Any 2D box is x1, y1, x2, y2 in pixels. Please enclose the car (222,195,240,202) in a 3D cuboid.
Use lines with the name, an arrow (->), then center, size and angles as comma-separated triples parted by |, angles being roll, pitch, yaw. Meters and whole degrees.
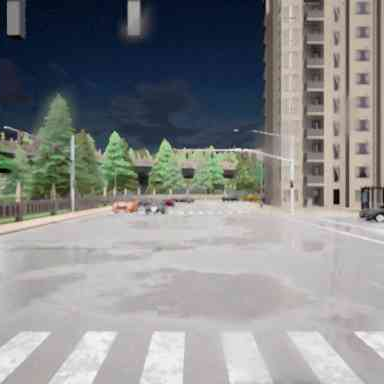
car -> 8.529, 1.460, 73.889 | 4.674, 1.442, 1.812 | 0, 0, -42

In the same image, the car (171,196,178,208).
car -> -3.525, 1.559, 48.099 | 1.895, 1.301, 4.718 | 0, 0, 1

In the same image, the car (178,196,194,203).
car -> -1.086, 1.508, 64.974 | 1.994, 1.385, 4.181 | 0, 0, 21

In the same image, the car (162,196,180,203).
car -> -4.205, 1.543, 66.904 | 1.895, 1.301, 4.718 | 0, 0, 21

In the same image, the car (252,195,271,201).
car -> 16.626, 1.484, 79.751 | 4.181, 1.385, 1.994 | 0, 0, -24

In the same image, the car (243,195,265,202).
car -> 13.542, 1.414, 73.701 | 5.008, 1.535, 1.882 | 0, 0, -37

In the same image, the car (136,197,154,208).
car -> -6.953, 1.462, 49.734 | 1.837, 1.490, 4.892 | 0, 0, 2

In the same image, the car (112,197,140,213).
car -> -7.100, 1.321, 35.633 | 2.097, 1.767, 4.553 | 0, 0, 0

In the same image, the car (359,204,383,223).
car -> 15.362, 1.538, 25.385 | 4.892, 1.490, 1.837 | 0, 0, 0

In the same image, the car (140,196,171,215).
car -> -3.605, 1.463, 33.750 | 2.128, 1.511, 4.902 | 0, 0, 0
